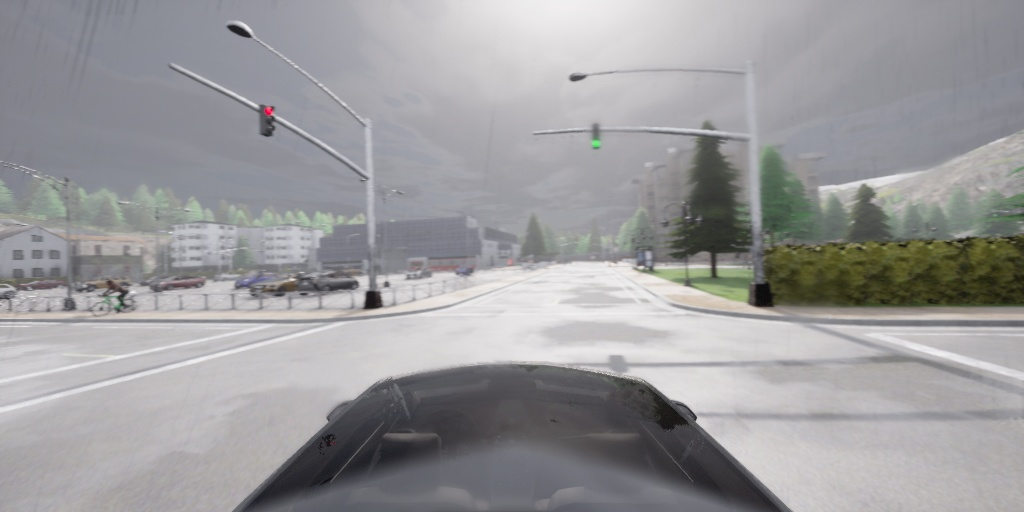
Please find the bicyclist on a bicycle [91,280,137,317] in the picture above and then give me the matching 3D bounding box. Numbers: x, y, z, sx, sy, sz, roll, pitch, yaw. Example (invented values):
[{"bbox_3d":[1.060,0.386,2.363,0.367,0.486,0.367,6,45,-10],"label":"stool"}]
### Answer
[{"bbox_3d":[-18.467,1.932,16.659,0.582,1.620,1.656,-2,0,13],"label":"bicyclist on a bicycle"}]
